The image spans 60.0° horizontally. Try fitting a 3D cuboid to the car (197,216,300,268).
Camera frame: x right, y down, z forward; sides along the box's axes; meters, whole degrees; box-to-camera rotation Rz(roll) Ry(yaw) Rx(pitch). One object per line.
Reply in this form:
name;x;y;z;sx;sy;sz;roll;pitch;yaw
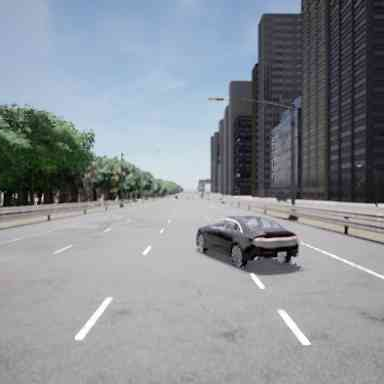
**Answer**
car;1.721;1.593;11.851;2.128;1.511;4.902;0;0;-21
